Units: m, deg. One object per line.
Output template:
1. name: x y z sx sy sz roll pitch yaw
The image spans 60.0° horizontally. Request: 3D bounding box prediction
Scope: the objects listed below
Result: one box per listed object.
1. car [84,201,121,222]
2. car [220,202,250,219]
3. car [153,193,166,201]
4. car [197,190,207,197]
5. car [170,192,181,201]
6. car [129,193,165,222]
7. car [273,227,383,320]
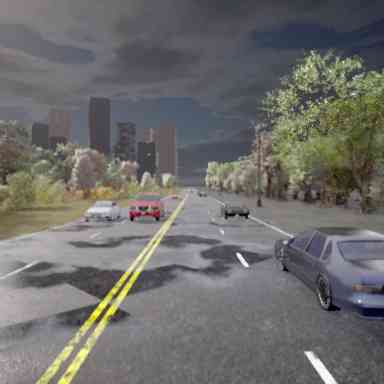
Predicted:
1. car: -6.593 1.385 25.051 1.812 1.442 4.674 0 0 0
2. car: 3.357 1.442 26.962 1.895 1.301 4.718 0 1 0
3. car: -6.491 1.040 66.788 2.033 1.411 5.357 0 1 0
4. car: 3.268 0.738 95.016 2.163 1.488 4.792 0 1 0
5. car: -3.245 0.852 66.838 2.097 1.767 4.553 0 0 0
6. car: -3.345 1.078 25.516 2.150 2.045 5.566 0 0 0
7. car: 3.351 1.512 7.581 2.033 1.411 5.357 0 0 0
